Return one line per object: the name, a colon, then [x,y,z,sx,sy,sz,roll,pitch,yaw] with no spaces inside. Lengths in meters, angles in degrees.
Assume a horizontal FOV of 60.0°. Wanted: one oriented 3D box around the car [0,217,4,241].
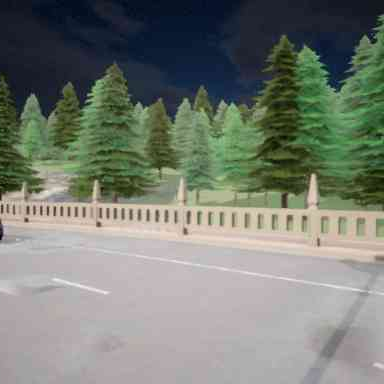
car: [-10.594,1.329,14.937,4.553,1.767,2.097,0,0,30]
